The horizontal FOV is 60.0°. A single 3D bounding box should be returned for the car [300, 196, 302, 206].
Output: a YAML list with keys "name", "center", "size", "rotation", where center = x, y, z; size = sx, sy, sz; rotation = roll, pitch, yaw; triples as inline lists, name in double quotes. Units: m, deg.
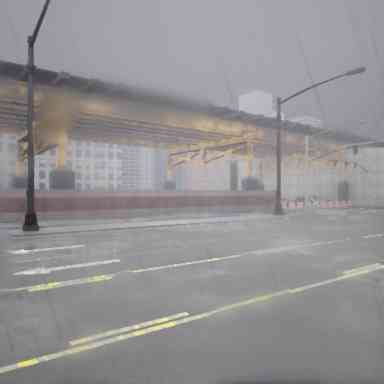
- name: "car"
  center: [12.665, 1.450, 47.503]
  size: [4.974, 1.542, 2.038]
  rotation: [0, 0, 8]

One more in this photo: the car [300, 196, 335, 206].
- name: "car"
  center: [20.320, 1.450, 53.948]
  size: [4.974, 1.542, 2.038]
  rotation: [0, 0, -7]

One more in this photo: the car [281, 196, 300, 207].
- name: "car"
  center: [12.613, 1.292, 47.510]
  size: [4.536, 1.218, 1.853]
  rotation: [0, 0, 8]

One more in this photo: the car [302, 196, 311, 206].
- name: "car"
  center: [16.410, 1.450, 50.188]
  size: [2.038, 1.542, 4.974]
  rotation: [0, 0, 18]

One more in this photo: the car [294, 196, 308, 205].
- name: "car"
  center: [16.426, 1.292, 50.238]
  size: [1.853, 1.218, 4.536]
  rotation: [0, 0, 18]

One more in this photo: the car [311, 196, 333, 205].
- name: "car"
  center: [20.269, 1.292, 53.941]
  size: [4.536, 1.218, 1.853]
  rotation: [0, 0, -7]
